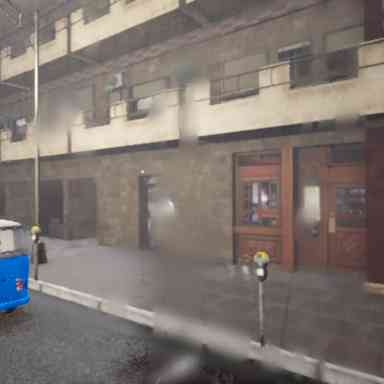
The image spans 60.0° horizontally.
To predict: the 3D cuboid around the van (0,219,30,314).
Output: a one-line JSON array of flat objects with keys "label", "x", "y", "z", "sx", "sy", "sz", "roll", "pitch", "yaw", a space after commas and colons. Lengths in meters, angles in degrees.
[{"label": "van", "x": -4.739, "y": 1.328, "z": 6.269, "sx": 3.998, "sy": 1.788, "sz": 1.690, "roll": 0, "pitch": -1, "yaw": 36}]
